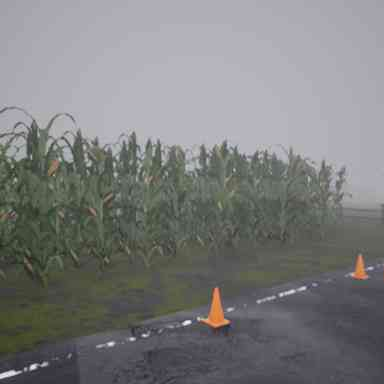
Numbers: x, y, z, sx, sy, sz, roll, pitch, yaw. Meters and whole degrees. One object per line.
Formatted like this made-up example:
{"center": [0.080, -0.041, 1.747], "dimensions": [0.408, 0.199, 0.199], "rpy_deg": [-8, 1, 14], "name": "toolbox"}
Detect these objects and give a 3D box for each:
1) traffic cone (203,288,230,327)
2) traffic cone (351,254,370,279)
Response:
{"center": [0.422, 1.943, 5.723], "dimensions": [0.340, 0.580, 0.340], "rpy_deg": [0, 0, -36], "name": "traffic cone"}
{"center": [4.403, 1.925, 8.702], "dimensions": [0.340, 0.580, 0.340], "rpy_deg": [0, 0, -37], "name": "traffic cone"}
